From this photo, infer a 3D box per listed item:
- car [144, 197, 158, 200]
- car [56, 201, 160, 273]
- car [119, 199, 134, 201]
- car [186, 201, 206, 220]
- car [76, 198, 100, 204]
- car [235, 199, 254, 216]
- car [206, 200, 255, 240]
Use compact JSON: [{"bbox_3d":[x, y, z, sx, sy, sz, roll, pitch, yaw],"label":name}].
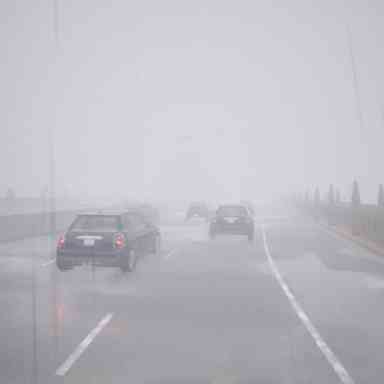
[{"bbox_3d":[-7.490,1.609,59.712,2.097,1.767,4.553,0,0,11],"label":"car"},{"bbox_3d":[-2.465,1.357,10.905,2.097,1.767,4.553,0,0,7],"label":"car"},{"bbox_3d":[-7.906,1.577,39.863,2.128,1.511,4.902,0,0,12],"label":"car"},{"bbox_3d":[0.777,1.579,28.823,1.837,1.490,4.892,0,0,11],"label":"car"},{"bbox_3d":[-14.004,1.608,45.064,1.812,1.442,4.674,0,0,12],"label":"car"},{"bbox_3d":[5.676,1.603,35.643,1.882,1.535,5.008,0,0,11],"label":"car"},{"bbox_3d":[2.199,1.393,17.637,2.097,1.767,4.553,0,0,10],"label":"car"}]
